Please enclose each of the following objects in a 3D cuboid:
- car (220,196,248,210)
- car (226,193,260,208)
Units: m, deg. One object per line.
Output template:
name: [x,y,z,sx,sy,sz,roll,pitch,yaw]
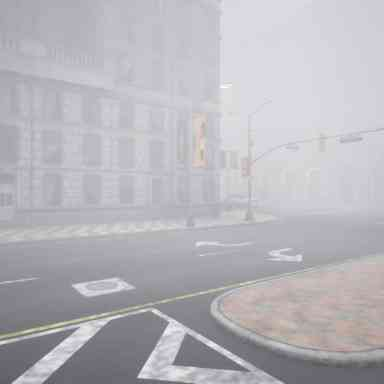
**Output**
car: [4.725,1.564,43.414,1.994,1.385,4.181,0,0,-36]
car: [6.897,1.221,46.378,2.150,2.045,5.566,0,0,-37]
